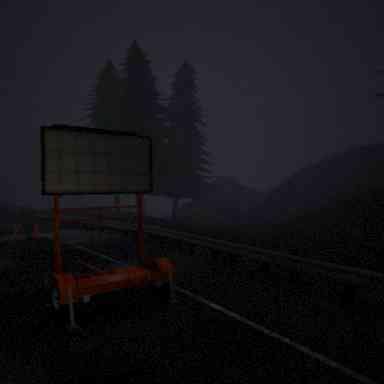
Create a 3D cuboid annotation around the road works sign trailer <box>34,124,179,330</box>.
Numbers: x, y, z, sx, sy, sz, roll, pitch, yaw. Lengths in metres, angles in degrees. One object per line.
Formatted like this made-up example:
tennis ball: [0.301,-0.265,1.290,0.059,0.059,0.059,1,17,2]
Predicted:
road works sign trailer: [-2.014,0.451,7.175,2.380,3.560,2.880,-1,0,-37]
